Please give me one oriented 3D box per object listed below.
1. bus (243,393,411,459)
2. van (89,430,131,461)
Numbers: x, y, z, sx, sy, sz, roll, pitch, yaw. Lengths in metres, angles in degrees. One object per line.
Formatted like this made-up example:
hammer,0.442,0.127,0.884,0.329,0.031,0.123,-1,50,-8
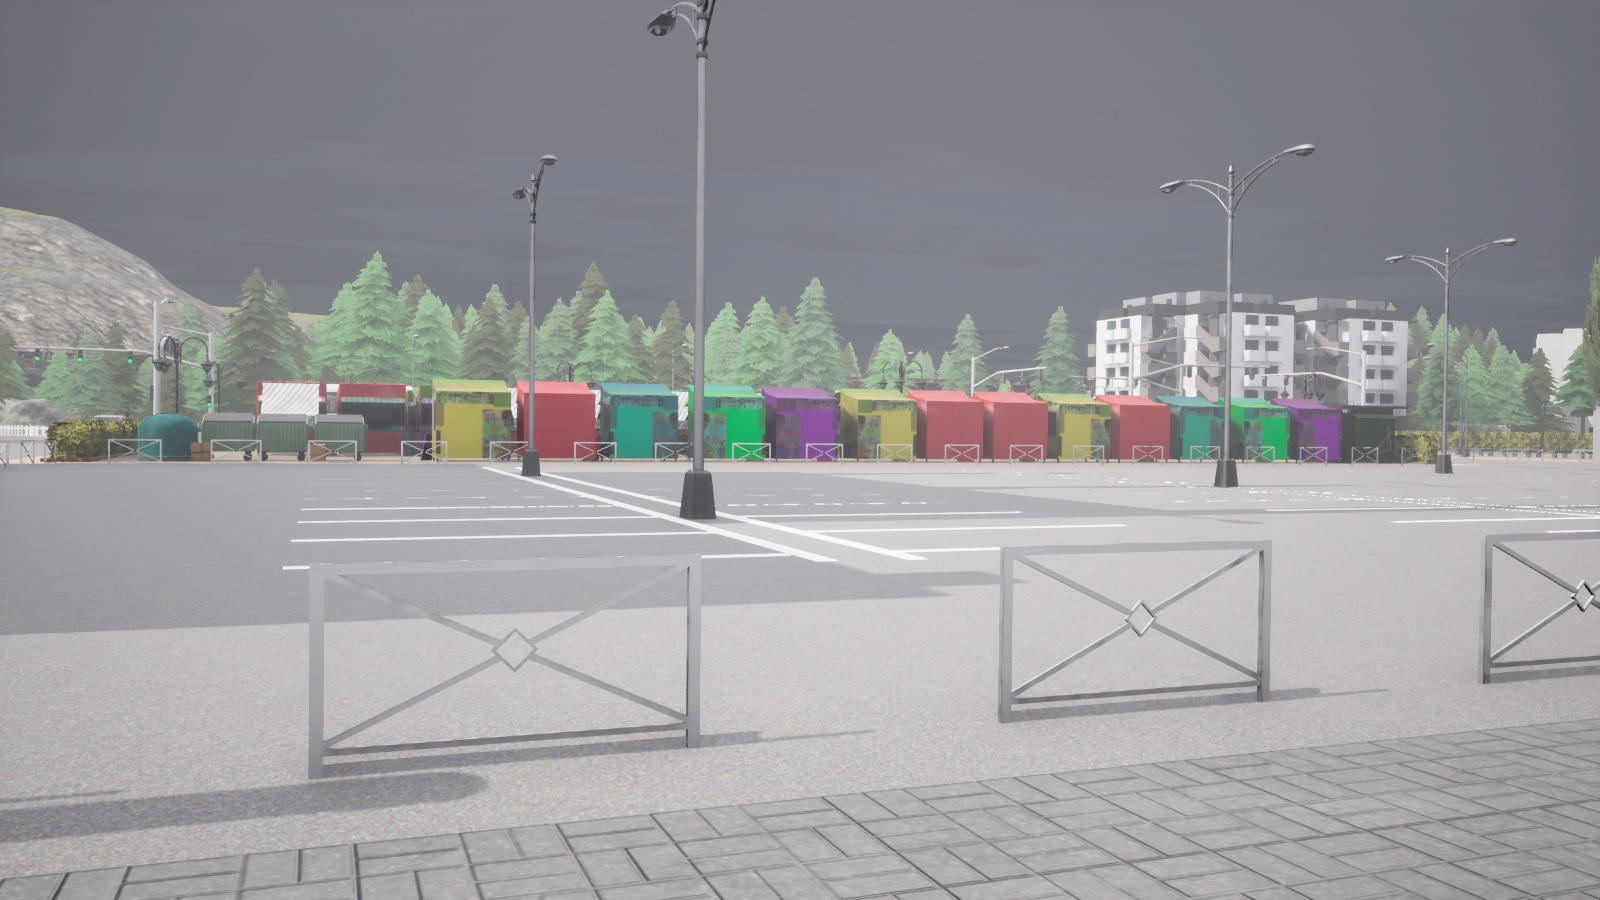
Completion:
bus,-31.639,-1.609,84.333,10.273,4.253,3.944,-1,1,-21
van,-45.186,-0.321,82.305,1.775,1.987,4.442,-1,1,-21
